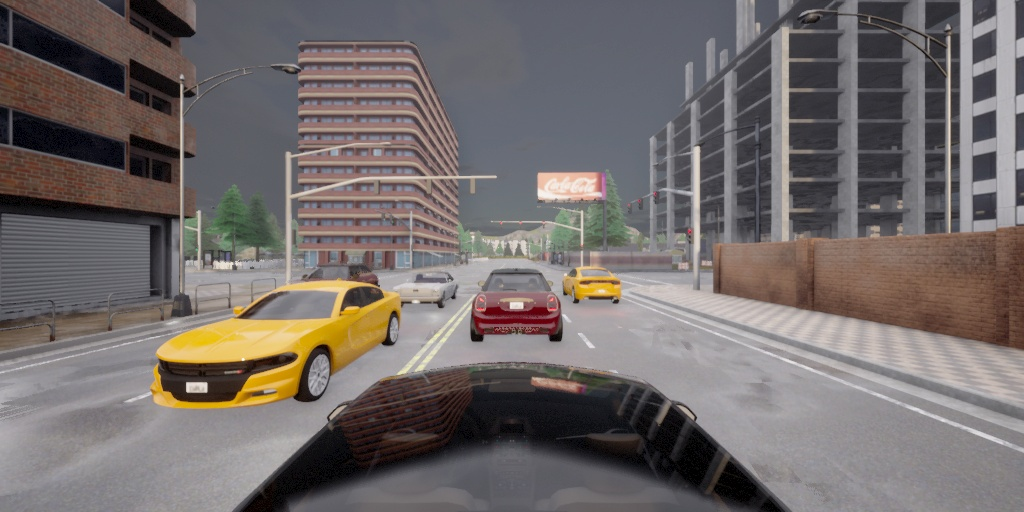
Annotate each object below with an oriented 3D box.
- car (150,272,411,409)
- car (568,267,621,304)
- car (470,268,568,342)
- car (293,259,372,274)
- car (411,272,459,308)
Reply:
[{"bbox_3d":[-3.577,1.228,6.587,1.882,1.535,5.008,0,0,0],"label":"car"},{"bbox_3d":[3.499,1.227,16.471,1.882,1.535,5.008,0,0,0],"label":"car"},{"bbox_3d":[0.100,1.102,9.943,2.097,1.767,4.553,0,0,0],"label":"car"},{"bbox_3d":[-7.013,1.102,14.301,2.097,1.767,4.553,0,0,0],"label":"car"},{"bbox_3d":[-3.501,1.351,15.241,1.895,1.301,4.718,0,0,0],"label":"car"}]
